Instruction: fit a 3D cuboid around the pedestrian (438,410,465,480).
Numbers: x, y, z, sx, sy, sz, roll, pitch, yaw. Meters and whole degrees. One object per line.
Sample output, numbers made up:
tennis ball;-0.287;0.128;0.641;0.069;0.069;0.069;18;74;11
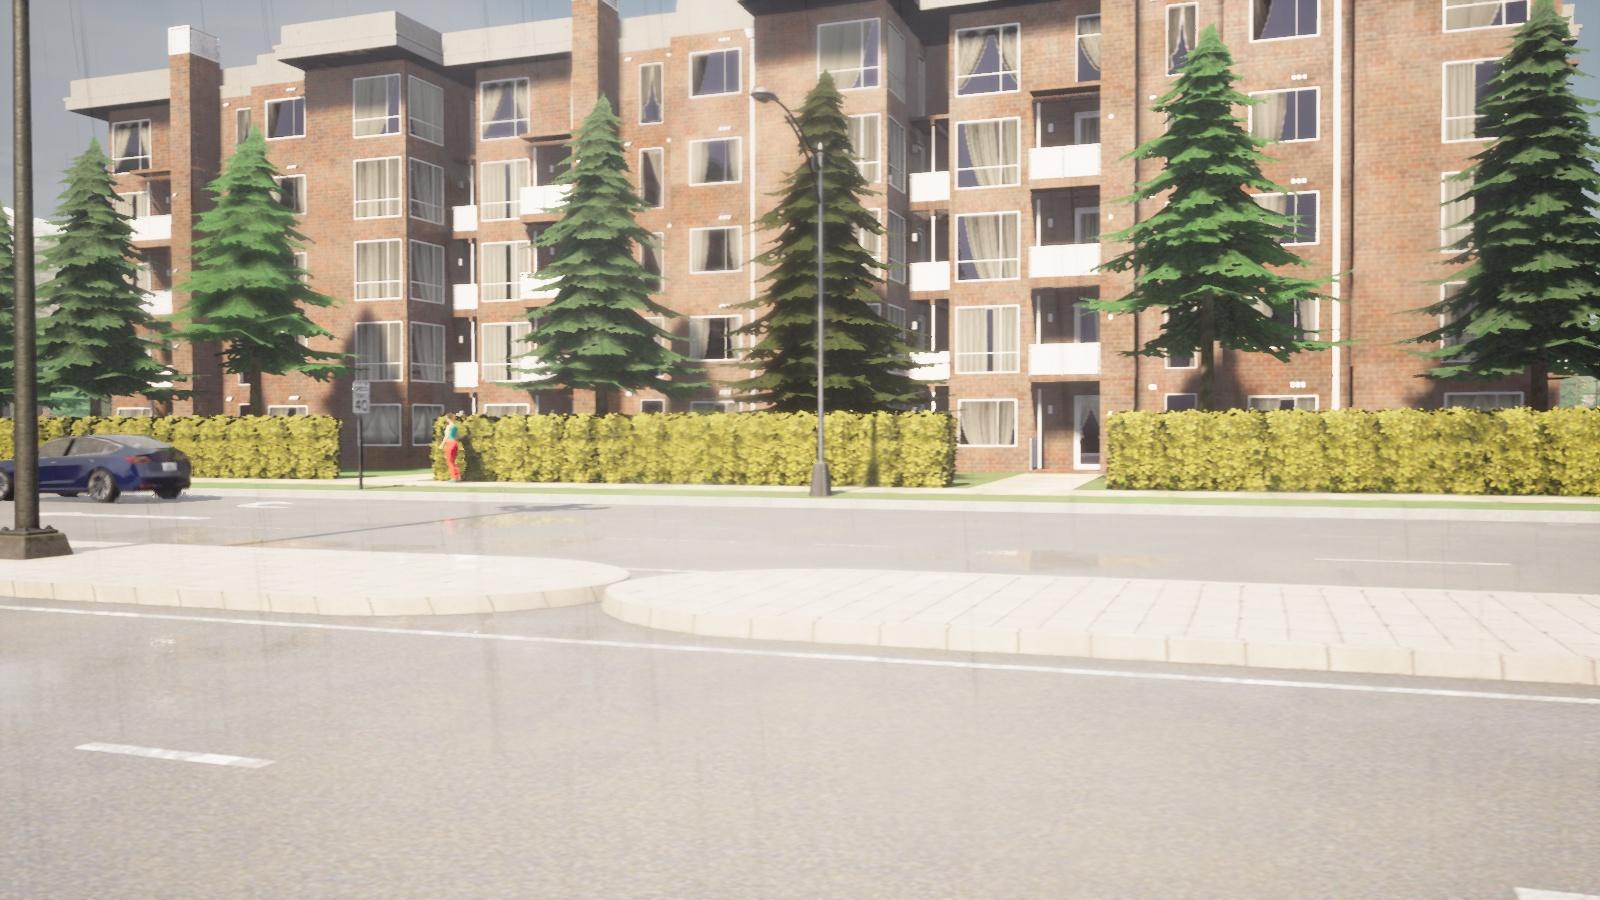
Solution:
pedestrian;-9.162;-0.131;33.026;0.594;1.836;0.345;1;1;21

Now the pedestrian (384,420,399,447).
pedestrian;-28.267;-1.135;86.877;0.563;1.883;0.849;1;1;22

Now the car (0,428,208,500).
car;-16.078;0.270;28.327;4.792;1.488;2.163;1;1;19
